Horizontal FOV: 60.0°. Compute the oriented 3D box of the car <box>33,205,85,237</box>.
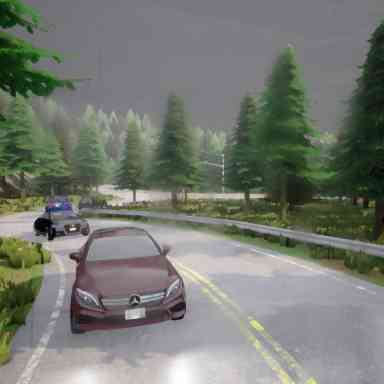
[{"bbox_3d":[-7.042,1.664,17.771,1.994,1.385,4.181,-4,2,-38],"label":"car"}]

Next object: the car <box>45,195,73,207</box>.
[{"bbox_3d":[-12.842,1.326,32.227,2.150,2.045,5.566,-1,0,-18],"label":"car"}]

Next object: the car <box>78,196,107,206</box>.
[{"bbox_3d":[-12.691,1.289,42.815,2.097,1.767,4.553,2,2,13],"label":"car"}]

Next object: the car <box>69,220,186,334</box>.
[{"bbox_3d":[-1.517,1.523,7.069,1.812,1.442,4.674,-2,0,-17],"label":"car"}]
